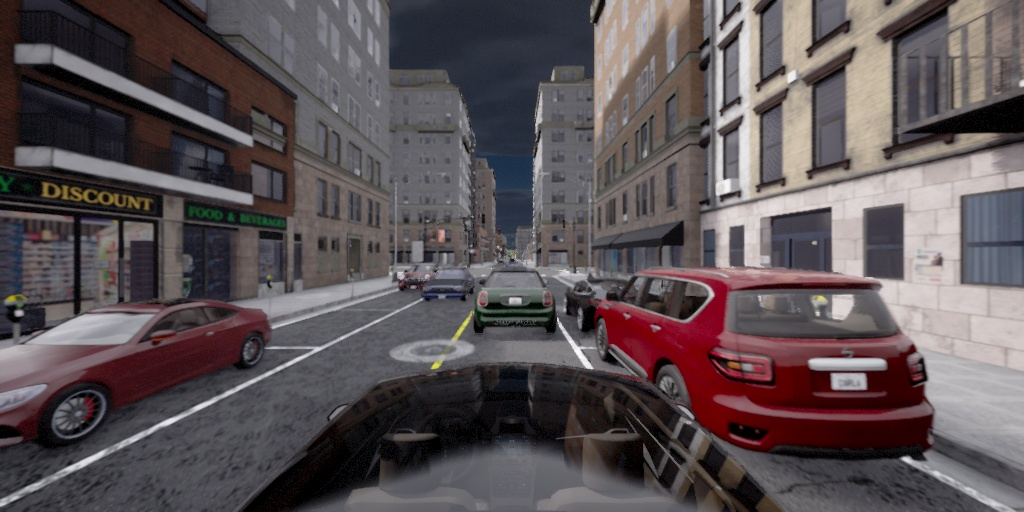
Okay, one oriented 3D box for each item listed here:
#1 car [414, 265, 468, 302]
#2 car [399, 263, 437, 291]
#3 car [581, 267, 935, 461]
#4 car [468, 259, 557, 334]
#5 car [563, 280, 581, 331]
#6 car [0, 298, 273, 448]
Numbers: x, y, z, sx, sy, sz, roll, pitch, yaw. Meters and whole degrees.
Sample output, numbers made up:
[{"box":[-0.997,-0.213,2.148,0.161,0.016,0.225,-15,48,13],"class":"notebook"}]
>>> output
[{"box":[-2.838,1.292,17.227,2.033,1.411,5.357,0,0,0],"class":"car"},{"box":[-5.378,1.185,21.561,1.967,1.591,4.097,0,0,0],"class":"car"},{"box":[2.638,1.062,5.194,2.192,1.841,5.009,0,0,0],"class":"car"},{"box":[0.053,1.098,10.761,2.097,1.767,4.553,0,0,-1],"class":"car"},{"box":[2.642,1.311,10.647,1.948,1.339,4.313,0,0,0],"class":"car"},{"box":[-5.386,1.330,5.201,1.802,1.307,4.207,0,0,0],"class":"car"}]
